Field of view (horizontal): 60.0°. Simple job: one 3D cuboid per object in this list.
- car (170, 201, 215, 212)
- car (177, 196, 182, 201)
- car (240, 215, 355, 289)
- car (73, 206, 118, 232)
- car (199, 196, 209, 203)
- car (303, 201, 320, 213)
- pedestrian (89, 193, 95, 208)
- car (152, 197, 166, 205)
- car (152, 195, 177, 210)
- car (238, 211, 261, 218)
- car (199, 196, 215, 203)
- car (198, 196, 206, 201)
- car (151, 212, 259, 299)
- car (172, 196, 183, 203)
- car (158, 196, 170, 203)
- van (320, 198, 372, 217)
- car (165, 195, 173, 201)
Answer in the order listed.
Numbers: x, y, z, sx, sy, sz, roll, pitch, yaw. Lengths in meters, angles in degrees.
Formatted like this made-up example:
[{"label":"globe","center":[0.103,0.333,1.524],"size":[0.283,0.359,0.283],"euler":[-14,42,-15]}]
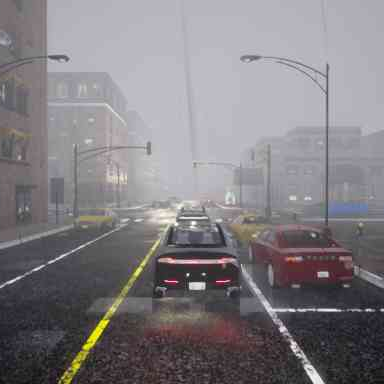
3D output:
[{"label":"car","center":[0.060,1.494,18.828],"size":[2.128,1.511,4.902],"euler":[0,0,0]},{"label":"car","center":[-3.208,1.560,59.441],"size":[1.812,1.442,4.674],"euler":[0,0,0]},{"label":"car","center":[2.665,1.545,9.003],"size":[1.887,1.381,4.507],"euler":[0,0,0]},{"label":"car","center":[-5.741,1.529,20.213],"size":[1.752,1.417,4.829],"euler":[0,0,0]},{"label":"car","center":[2.529,1.600,69.959],"size":[2.008,1.369,4.403],"euler":[0,0,0]},{"label":"car","center":[14.582,1.599,36.979],"size":[4.181,1.385,1.994],"euler":[0,0,-1]},{"label":"pedestrian","center":[-12.725,1.083,42.248],"size":[0.375,1.860,0.375],"euler":[0,0,-1]},{"label":"car","center":[-5.826,1.584,58.535],"size":[2.008,1.369,4.403],"euler":[0,0,0]},{"label":"car","center":[-3.868,1.491,43.678],"size":[2.128,1.511,4.902],"euler":[0,-1,10]},{"label":"car","center":[2.652,1.527,14.870],"size":[1.752,1.417,4.829],"euler":[0,0,0]},{"label":"car","center":[2.566,1.466,52.869],"size":[1.967,1.590,4.097],"euler":[0,0,0]},{"label":"car","center":[2.491,1.629,87.049],"size":[2.008,1.369,4.403],"euler":[-1,0,0]},{"label":"car","center":[0.084,1.491,8.459],"size":[2.128,1.511,4.902],"euler":[0,0,0]},{"label":"car","center":[-3.163,1.579,72.792],"size":[2.128,1.511,4.902],"euler":[0,0,0]},{"label":"car","center":[-5.851,1.600,69.928],"size":[2.008,1.369,4.403],"euler":[0,0,0]},{"label":"van","center":[14.589,1.415,31.190],"size":[3.998,1.788,1.690],"euler":[0,0,-1]},{"label":"car","center":[-5.890,1.603,86.848],"size":[1.752,1.417,4.829],"euler":[0,0,0]}]
